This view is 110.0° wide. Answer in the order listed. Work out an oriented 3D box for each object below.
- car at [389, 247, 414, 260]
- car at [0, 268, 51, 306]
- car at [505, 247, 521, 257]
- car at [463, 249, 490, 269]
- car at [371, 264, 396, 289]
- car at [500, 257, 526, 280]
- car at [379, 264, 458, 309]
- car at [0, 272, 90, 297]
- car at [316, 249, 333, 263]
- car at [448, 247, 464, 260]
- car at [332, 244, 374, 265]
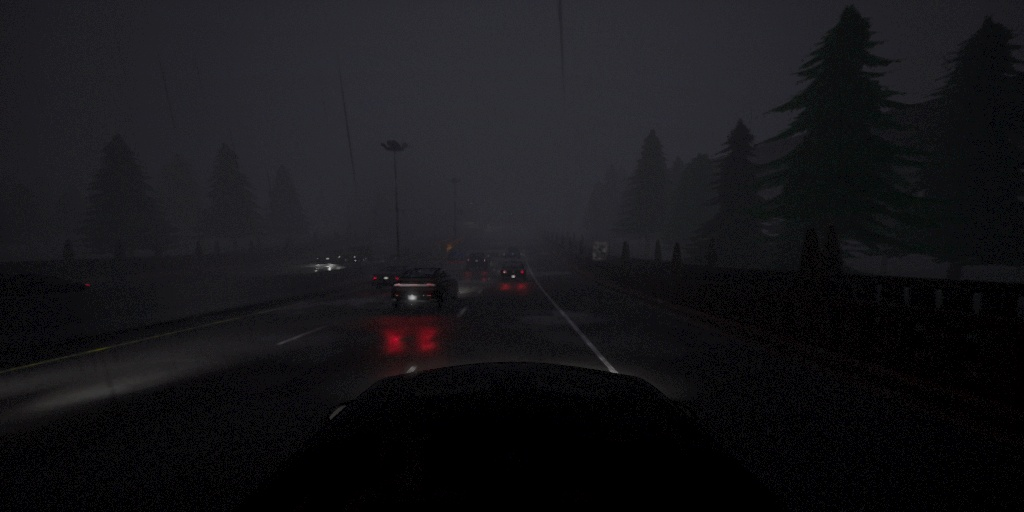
[{"bbox_3d":[-14.060,-0.416,45.946,2.033,1.411,5.357,0,6,0],"label":"car"},{"bbox_3d":[-21.096,1.250,13.346,1.812,1.442,4.674,0,0,0],"label":"car"},{"bbox_3d":[0.114,-0.558,47.322,1.994,1.385,4.181,0,7,0],"label":"car"},{"bbox_3d":[-3.393,0.296,36.481,2.097,1.767,4.553,0,4,0],"label":"car"},{"bbox_3d":[-6.895,1.200,22.143,2.033,1.411,5.357,0,1,0],"label":"car"},{"bbox_3d":[0.106,1.070,27.761,1.895,1.301,4.718,0,2,0],"label":"car"},{"bbox_3d":[-3.397,1.211,14.664,2.128,1.511,4.902,0,0,0],"label":"car"},{"bbox_3d":[-17.597,1.290,12.410,1.994,1.385,4.181,0,0,0],"label":"car"},{"bbox_3d":[-21.062,-0.049,42.132,1.837,1.490,4.892,0,6,0],"label":"car"},{"bbox_3d":[-6.888,-0.415,45.313,1.882,1.535,5.008,0,6,0],"label":"car"},{"bbox_3d":[-17.570,-0.190,40.640,2.150,2.045,5.566,0,6,0],"label":"car"}]
